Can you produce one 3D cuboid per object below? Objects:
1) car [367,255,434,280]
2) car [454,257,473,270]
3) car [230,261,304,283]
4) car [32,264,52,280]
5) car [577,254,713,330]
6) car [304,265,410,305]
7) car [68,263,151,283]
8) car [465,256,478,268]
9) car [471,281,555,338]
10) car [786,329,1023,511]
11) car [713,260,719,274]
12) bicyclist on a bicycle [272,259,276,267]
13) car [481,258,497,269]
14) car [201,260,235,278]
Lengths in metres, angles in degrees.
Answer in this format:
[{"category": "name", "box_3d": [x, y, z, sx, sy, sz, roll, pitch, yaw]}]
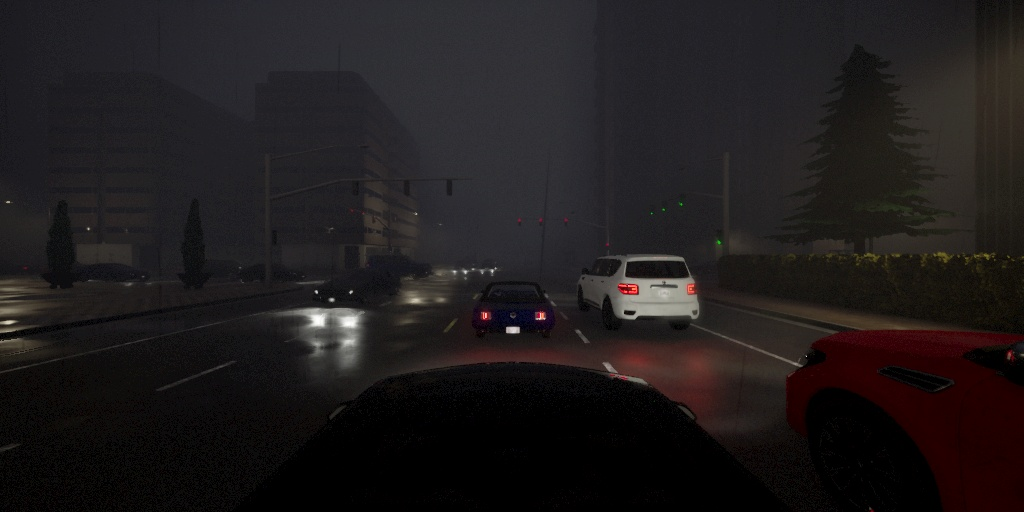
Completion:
[{"category": "car", "box_3d": [-9.590, 0.972, 30.670, 5.566, 2.045, 2.150, 0, 0, 1]}, {"category": "car", "box_3d": [-7.147, 1.276, 51.544, 1.812, 1.442, 4.674, 0, 0, 0]}, {"category": "car", "box_3d": [-18.200, 1.276, 27.244, 4.674, 1.442, 1.812, 0, 0, 0]}, {"category": "car", "box_3d": [-37.744, 1.314, 30.921, 4.181, 1.385, 1.994, 0, 0, 1]}, {"category": "car", "box_3d": [3.576, 0.971, 11.278, 2.150, 2.045, 5.566, 0, 0, -2]}, {"category": "car", "box_3d": [-6.721, 1.297, 16.382, 2.033, 1.411, 5.357, 0, 0, 4]}, {"category": "car", "box_3d": [-30.449, 1.276, 27.351, 4.674, 1.442, 1.812, 0, 0, 0]}, {"category": "car", "box_3d": [-7.156, 0.971, 61.241, 2.150, 2.045, 5.566, 0, 0, 0]}, {"category": "car", "box_3d": [0.046, 1.351, 10.150, 1.895, 1.301, 4.718, 0, 0, 0]}, {"category": "car", "box_3d": [3.601, 0.971, 0.917, 2.150, 2.045, 5.566, 0, 0, 0]}, {"category": "car", "box_3d": [20.828, 1.228, 37.607, 5.008, 1.535, 1.882, 0, 0, 1]}, {"category": "bicyclist on a bicycle", "box_3d": [-28.690, 1.051, 42.820, 0.582, 1.620, 1.656, 0, 0, 0]}, {"category": "car", "box_3d": [-3.666, 1.255, 55.456, 1.837, 1.490, 4.892, 0, 0, 0]}, {"category": "car", "box_3d": [-24.510, 1.102, 30.800, 4.553, 1.767, 2.097, 0, 0, 1]}]
